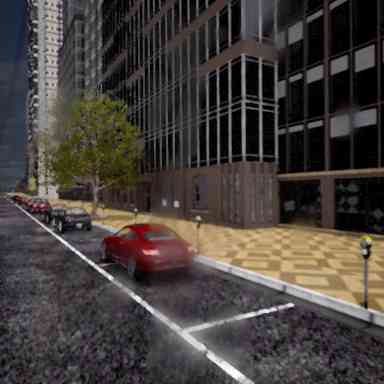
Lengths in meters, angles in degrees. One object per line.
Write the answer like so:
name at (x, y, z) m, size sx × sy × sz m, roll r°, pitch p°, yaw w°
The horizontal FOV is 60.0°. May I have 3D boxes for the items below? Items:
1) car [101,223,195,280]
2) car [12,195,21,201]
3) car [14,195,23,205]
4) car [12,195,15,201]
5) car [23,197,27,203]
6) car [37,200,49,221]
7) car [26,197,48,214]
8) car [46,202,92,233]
car at (-1.422, 1.562, 9.826) m, size 1.802 × 1.307 × 4.206 m, roll 0°, pitch 0°, yaw -30°
car at (-44.196, 1.452, 83.725) m, size 1.947 × 1.339 × 4.313 m, roll 0°, pitch 0°, yaw -30°
car at (-29.938, 1.486, 59.093) m, size 1.887 × 1.381 × 4.507 m, roll 0°, pitch 0°, yaw -30°
car at (-38.493, 1.476, 73.872) m, size 1.947 × 1.339 × 4.313 m, roll 0°, pitch 0°, yaw -30°
car at (-18.532, 1.408, 39.385) m, size 1.967 × 1.590 × 4.097 m, roll 0°, pitch 0°, yaw -30°
car at (-9.977, 1.532, 24.606) m, size 2.008 × 1.369 × 4.403 m, roll 0°, pitch 0°, yaw -30°
car at (-15.681, 1.413, 34.459) m, size 1.967 × 1.590 × 4.097 m, roll 0°, pitch 0°, yaw -30°
car at (-7.125, 1.533, 19.679) m, size 2.008 × 1.369 × 4.403 m, roll 0°, pitch 0°, yaw -30°
